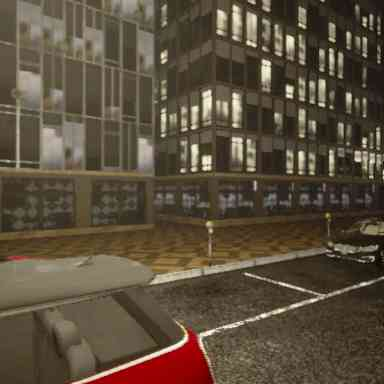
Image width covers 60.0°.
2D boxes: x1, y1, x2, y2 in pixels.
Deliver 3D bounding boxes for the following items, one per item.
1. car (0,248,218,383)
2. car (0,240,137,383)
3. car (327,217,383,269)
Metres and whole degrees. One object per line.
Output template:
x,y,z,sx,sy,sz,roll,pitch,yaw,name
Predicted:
-2.001,1.353,1.949,4.553,1.767,2.097,0,0,-35,car
-3.045,1.582,4.384,4.206,1.307,1.802,0,0,-35,car
6.227,1.537,10.992,4.403,1.369,2.008,0,0,-35,car
